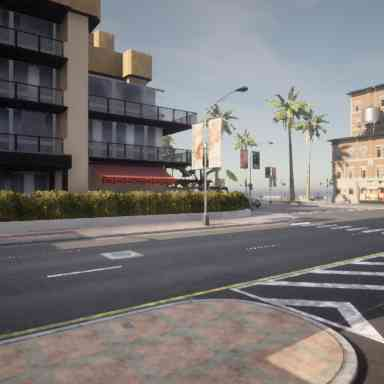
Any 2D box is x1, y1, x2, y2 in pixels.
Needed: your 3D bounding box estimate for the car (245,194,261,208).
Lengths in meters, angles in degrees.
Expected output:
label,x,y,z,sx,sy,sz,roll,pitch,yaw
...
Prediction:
label,x,y,z,sx,sy,sz,roll,pitch,yaw
car,7.433,1.221,48.093,2.150,2.045,5.566,0,0,-35
